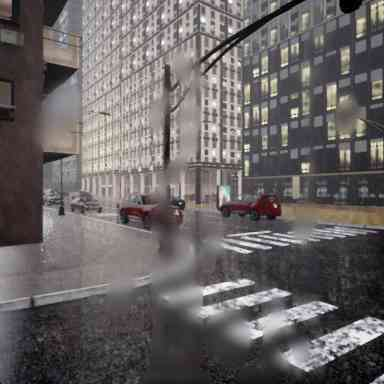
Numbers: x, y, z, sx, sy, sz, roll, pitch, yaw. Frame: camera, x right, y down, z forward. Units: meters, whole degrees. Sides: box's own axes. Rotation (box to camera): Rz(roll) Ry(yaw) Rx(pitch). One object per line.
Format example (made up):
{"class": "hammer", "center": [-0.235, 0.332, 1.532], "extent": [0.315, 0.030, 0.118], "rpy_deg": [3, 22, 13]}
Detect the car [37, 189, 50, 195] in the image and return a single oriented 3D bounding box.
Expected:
{"class": "car", "center": [-34.930, -0.011, 78.155], "extent": [1.887, 1.381, 4.507], "rpy_deg": [1, 0, -36]}

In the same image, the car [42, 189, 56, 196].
{"class": "car", "center": [-31.668, 0.096, 73.667], "extent": [1.887, 1.381, 4.507], "rpy_deg": [1, 0, -36]}

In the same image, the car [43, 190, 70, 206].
{"class": "car", "center": [-15.582, 0.827, 37.276], "extent": [2.008, 1.369, 4.403], "rpy_deg": [2, 0, -36]}

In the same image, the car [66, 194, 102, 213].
{"class": "car", "center": [-9.062, 1.067, 28.303], "extent": [1.802, 1.307, 4.206], "rpy_deg": [2, 0, -36]}

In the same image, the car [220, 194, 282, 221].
{"class": "car", "center": [4.208, 1.026, 24.305], "extent": [2.192, 1.841, 5.009], "rpy_deg": [1, 0, -36]}

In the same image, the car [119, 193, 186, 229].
{"class": "car", "center": [-2.534, 1.008, 19.330], "extent": [2.192, 1.841, 5.009], "rpy_deg": [2, 0, -36]}

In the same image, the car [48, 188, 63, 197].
{"class": "car", "center": [-28.405, 0.099, 69.179], "extent": [1.967, 1.590, 4.097], "rpy_deg": [1, 0, -36]}

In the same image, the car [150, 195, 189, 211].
{"class": "car", "center": [-2.320, 1.069, 33.281], "extent": [1.947, 1.339, 4.313], "rpy_deg": [1, 0, -36]}

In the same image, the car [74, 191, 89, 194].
{"class": "car", "center": [-16.028, 0.623, 47.714], "extent": [1.837, 1.490, 4.892], "rpy_deg": [0, -1, -36]}

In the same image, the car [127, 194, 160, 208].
{"class": "car", "center": [-5.582, 0.965, 37.768], "extent": [1.947, 1.339, 4.313], "rpy_deg": [1, 0, -36]}

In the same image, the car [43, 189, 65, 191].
{"class": "car", "center": [-25.366, 0.172, 60.571], "extent": [2.097, 1.767, 4.553], "rpy_deg": [0, 1, -37]}

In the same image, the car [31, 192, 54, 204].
{"class": "car", "center": [-18.843, 0.752, 41.762], "extent": [1.802, 1.307, 4.206], "rpy_deg": [2, 0, -36]}
